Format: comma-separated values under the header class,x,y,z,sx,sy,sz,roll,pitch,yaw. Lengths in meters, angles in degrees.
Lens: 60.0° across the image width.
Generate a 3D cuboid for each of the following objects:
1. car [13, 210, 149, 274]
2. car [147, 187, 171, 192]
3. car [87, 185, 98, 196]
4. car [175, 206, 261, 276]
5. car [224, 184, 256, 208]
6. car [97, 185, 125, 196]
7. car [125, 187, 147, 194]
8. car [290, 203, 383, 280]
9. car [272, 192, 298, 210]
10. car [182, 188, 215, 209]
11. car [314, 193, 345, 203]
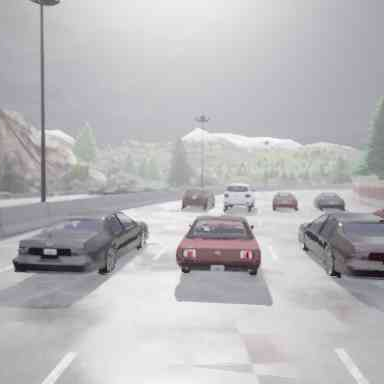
class,x,y,z,sx,sy,sz,roll,pitch,yaw
car,-2.700,1.229,9.504,2.033,1.411,5.357,0,2,7
car,-4.249,0.002,48.364,1.994,1.385,4.181,1,2,21
car,-14.224,-0.357,51.648,2.097,1.767,4.553,1,2,21
car,0.813,1.301,9.387,1.895,1.301,4.718,0,2,7
car,3.923,0.371,27.080,2.150,2.045,5.566,1,2,14
car,-11.278,-0.087,49.656,2.033,1.411,5.357,1,2,21
car,-7.432,-0.079,49.947,2.033,1.411,5.357,1,2,21
car,4.303,1.272,9.118,2.033,1.411,5.357,0,2,7
car,7.790,0.703,27.985,1.994,1.385,4.181,1,2,14
car,0.649,0.451,28.248,2.097,1.767,4.553,1,2,14
car,11.277,0.734,27.494,1.994,1.385,4.181,1,2,14
